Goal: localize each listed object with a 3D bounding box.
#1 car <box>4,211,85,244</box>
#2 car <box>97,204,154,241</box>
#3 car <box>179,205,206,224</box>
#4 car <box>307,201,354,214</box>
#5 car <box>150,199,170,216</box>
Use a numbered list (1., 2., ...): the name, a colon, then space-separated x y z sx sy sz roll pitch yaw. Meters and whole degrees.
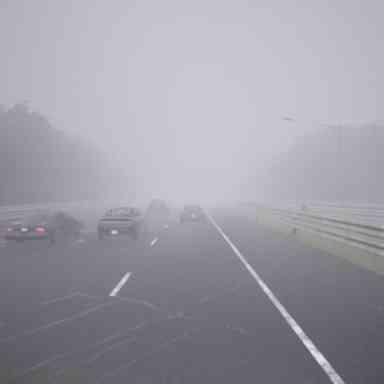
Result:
1. car: -6.931 1.622 16.272 2.033 1.411 5.357 0 0 0
2. car: -3.427 1.569 17.094 2.128 1.511 4.902 0 0 0
3. car: 0.062 1.681 25.684 1.994 1.385 4.181 0 0 0
4. car: 13.432 1.702 32.634 1.801 1.575 5.366 0 0 -15
5. car: -3.452 1.514 35.291 2.097 1.767 4.553 0 0 0
